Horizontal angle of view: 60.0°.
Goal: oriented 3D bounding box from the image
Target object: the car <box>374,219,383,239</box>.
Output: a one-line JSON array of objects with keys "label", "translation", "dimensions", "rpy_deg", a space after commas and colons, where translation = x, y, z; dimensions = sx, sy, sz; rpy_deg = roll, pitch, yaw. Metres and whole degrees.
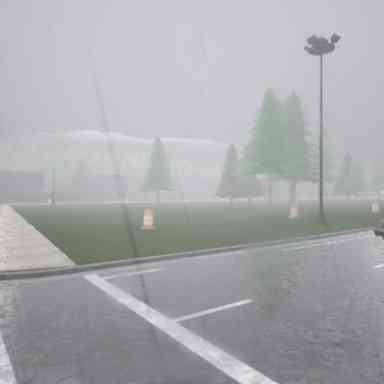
[{"label": "car", "translation": [10.648, 1.544, 15.644], "dimensions": [5.357, 1.411, 2.033], "rpy_deg": [0, 0, -36]}]
